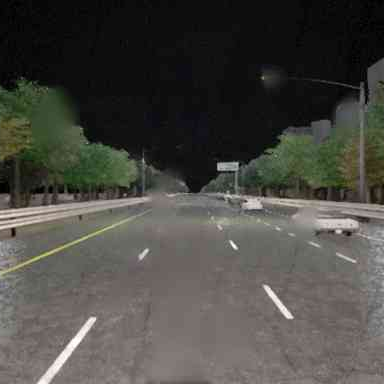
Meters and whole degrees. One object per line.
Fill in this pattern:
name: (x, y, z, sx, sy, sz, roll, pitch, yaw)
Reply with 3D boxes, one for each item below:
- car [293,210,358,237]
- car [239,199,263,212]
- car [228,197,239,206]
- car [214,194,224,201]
car: (7.012, 1.608, 18.110, 1.895, 1.301, 4.718, 0, 0, 0)
car: (7.072, 1.557, 39.048, 1.812, 1.442, 4.674, 0, 0, 0)
car: (7.160, 1.531, 56.599, 2.128, 1.511, 4.902, 0, 0, 0)
car: (7.388, 1.553, 86.740, 1.837, 1.490, 4.892, 0, 0, 1)
